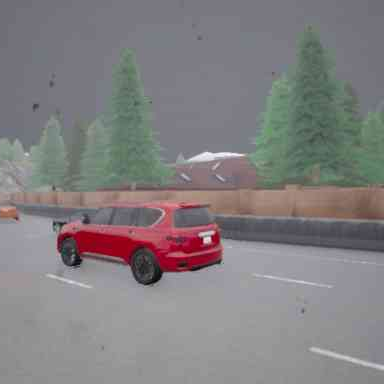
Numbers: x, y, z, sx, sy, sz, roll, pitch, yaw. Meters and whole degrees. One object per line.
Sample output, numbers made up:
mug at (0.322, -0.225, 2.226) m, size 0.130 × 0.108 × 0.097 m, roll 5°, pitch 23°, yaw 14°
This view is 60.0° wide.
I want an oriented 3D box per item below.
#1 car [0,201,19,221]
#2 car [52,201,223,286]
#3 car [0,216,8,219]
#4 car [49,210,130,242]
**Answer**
car at (-16.723, 1.553, 28.894) m, size 2.097 × 1.767 × 4.553 m, roll 0°, pitch 0°, yaw -42°
car at (-1.721, 1.275, 9.839) m, size 5.566 × 2.045 × 2.150 m, roll 0°, pitch 0°, yaw 38°
car at (-7.862, 1.558, 10.433) m, size 5.008 × 1.535 × 1.882 m, roll -1°, pitch 0°, yaw 40°
car at (-5.558, 1.704, 17.692) m, size 4.718 × 1.301 × 1.895 m, roll 0°, pitch 0°, yaw 42°
